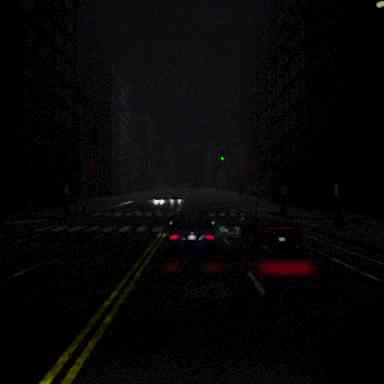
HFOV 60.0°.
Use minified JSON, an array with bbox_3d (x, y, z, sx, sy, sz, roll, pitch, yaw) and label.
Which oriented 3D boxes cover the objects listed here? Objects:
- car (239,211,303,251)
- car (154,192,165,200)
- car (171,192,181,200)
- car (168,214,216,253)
[{"bbox_3d":[3.253,1.547,14.464,1.882,1.535,5.008,0,0,0],"label":"car"},{"bbox_3d":[-6.521,0.772,66.778,2.128,1.511,4.902,0,1,0],"label":"car"},{"bbox_3d":[-3.274,0.791,66.790,1.812,1.442,4.674,0,1,1],"label":"car"},{"bbox_3d":[-0.001,1.616,13.974,2.033,1.411,5.357,0,0,0],"label":"car"}]
